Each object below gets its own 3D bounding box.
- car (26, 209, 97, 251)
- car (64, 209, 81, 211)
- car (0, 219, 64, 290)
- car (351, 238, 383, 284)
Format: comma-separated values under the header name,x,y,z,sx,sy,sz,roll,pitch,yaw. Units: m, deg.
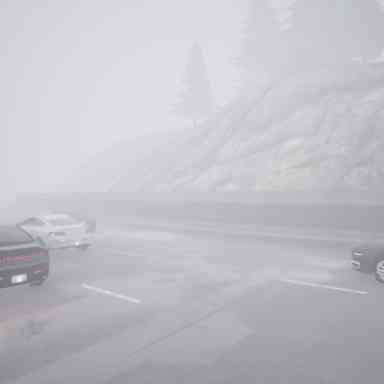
name,x,y,z,sx,sy,sz,roll,pitch,yaw
car,-5.831,1.596,13.342,4.674,1.442,1.812,0,0,41
car,-7.399,1.666,19.524,4.181,1.385,1.994,0,0,43
car,-5.439,1.551,8.425,4.892,1.490,1.837,0,0,40
car,6.529,1.539,8.011,4.892,1.490,1.837,0,0,35
